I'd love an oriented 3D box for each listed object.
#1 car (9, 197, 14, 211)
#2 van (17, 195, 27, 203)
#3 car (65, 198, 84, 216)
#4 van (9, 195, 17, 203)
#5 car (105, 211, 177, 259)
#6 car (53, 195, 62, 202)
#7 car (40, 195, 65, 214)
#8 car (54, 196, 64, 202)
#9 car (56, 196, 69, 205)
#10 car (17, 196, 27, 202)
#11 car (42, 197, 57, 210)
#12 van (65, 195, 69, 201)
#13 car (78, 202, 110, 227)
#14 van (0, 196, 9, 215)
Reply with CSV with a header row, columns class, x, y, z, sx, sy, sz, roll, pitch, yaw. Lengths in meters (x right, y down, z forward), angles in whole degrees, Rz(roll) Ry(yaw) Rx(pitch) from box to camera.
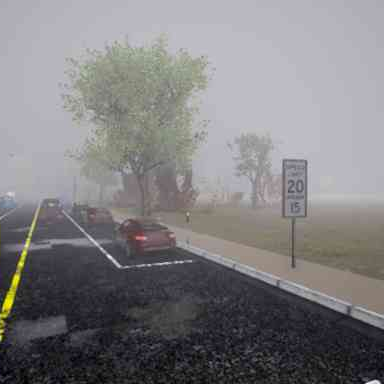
class,x,y,z,sx,sy,sz,roll,pitch,yaw
car,-22.718,1.659,39.592,1.802,1.307,4.206,-1,0,-24
van,-36.299,1.467,69.983,1.690,1.788,3.998,-1,0,-24
car,-11.057,1.595,32.810,2.008,1.369,4.403,-1,0,-24
van,-24.984,1.427,44.656,1.690,1.788,3.998,-1,0,-24
car,-1.897,1.593,12.624,1.802,1.307,4.206,-1,0,-24
car,-33.662,1.565,83.402,1.967,1.590,4.097,-1,0,-24
car,-15.290,1.409,36.146,2.097,1.767,4.553,0,0,-24
car,-31.400,1.683,78.344,1.947,1.339,4.313,-1,0,-24
car,-24.620,1.534,63.165,1.967,1.590,4.097,-1,0,-24
car,-40.822,1.687,80.115,1.887,1.381,4.507,-1,0,-24
car,-19.527,1.550,45.500,1.882,1.535,5.008,0,0,-24
van,-22.361,1.427,58.105,1.690,1.788,3.998,-1,0,-24
car,-6.452,1.609,22.730,1.802,1.307,4.206,-1,0,-24
van,-20.458,1.410,34.526,1.690,1.788,3.998,-1,0,-24
